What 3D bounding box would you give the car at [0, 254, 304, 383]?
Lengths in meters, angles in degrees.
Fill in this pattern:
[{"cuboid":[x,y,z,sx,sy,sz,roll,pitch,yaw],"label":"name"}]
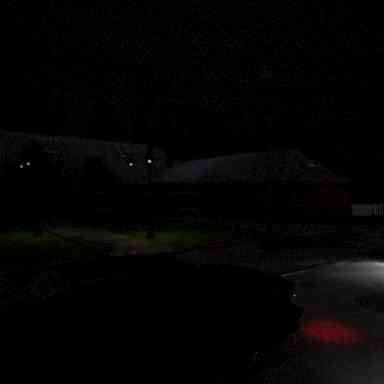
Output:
[{"cuboid":[-0.977,1.541,3.904,5.357,1.411,2.033,0,0,-35],"label":"car"}]
